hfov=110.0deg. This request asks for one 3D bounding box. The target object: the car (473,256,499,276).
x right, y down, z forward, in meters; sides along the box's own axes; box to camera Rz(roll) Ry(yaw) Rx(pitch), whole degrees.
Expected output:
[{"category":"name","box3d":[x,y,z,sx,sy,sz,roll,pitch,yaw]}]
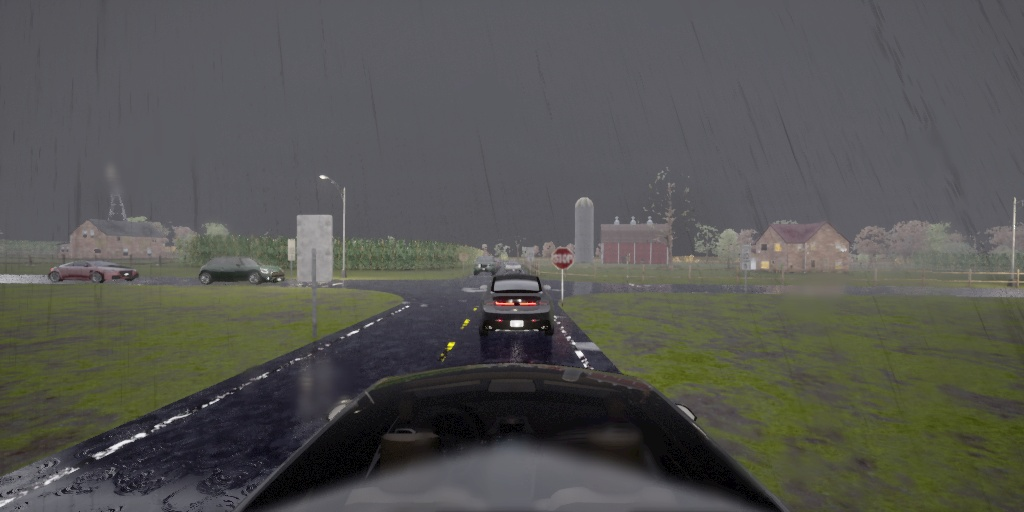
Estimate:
[{"category":"car","box3d":[-2.823,0.992,38.473,2.150,2.045,5.566,0,0,0]}]

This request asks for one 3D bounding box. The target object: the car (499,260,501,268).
[{"category":"car","box3d":[-2.803,1.258,49.859,1.882,1.535,5.008,0,0,0]}]

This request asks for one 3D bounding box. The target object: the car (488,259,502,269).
[{"category":"car","box3d":[-2.774,1.288,60.285,2.128,1.511,4.902,0,0,1]}]

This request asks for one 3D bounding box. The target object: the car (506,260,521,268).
[{"category":"car","box3d":[0.159,1.376,45.762,1.895,1.301,4.718,0,0,0]}]

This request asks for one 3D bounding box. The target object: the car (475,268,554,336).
[{"category":"car","box3d":[0.106,1.255,10.383,1.837,1.490,4.892,0,0,0]}]

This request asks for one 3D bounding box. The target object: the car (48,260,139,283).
[{"category":"car","box3d":[-26.691,0.963,22.970,4.181,1.385,1.994,1,1,0]}]

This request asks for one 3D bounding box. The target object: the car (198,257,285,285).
[{"category":"car","box3d":[-17.166,0.892,22.993,4.553,1.767,2.097,1,1,0]}]
